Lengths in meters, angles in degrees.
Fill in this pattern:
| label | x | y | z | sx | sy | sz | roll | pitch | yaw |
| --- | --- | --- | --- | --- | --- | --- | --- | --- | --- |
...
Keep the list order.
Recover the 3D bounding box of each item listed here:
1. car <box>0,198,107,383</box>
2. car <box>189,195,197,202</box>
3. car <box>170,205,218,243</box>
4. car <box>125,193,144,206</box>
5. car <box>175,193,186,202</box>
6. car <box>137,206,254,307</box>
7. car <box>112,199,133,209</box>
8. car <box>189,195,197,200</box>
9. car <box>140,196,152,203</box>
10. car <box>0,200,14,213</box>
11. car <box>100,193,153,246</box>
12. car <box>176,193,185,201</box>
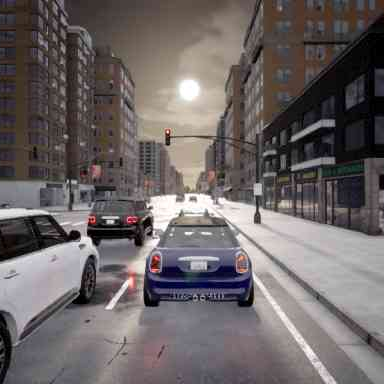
| label | x | y | z | sx | sy | sz | roll | pitch | yaw |
| --- | --- | --- | --- | --- | --- | --- | --- | --- | --- |
| car | -3.138 | 1.222 | 4.988 | 2.150 | 2.045 | 5.566 | 0 | 0 | 1 |
| car | 0.289 | 1.569 | 78.217 | 1.812 | 1.442 | 4.674 | 0 | 0 | 0 |
| car | 0.118 | 1.495 | 17.213 | 2.128 | 1.511 | 4.902 | 0 | 0 | 1 |
| car | -9.627 | 1.244 | 56.374 | 2.150 | 2.045 | 5.566 | 0 | 0 | 1 |
| car | -2.963 | 1.584 | 77.815 | 2.033 | 1.411 | 5.357 | 0 | 0 | 0 |
| car | 0.127 | 1.353 | 8.145 | 2.097 | 1.767 | 4.553 | 0 | 0 | 0 |
| car | -9.682 | 1.619 | 46.654 | 1.895 | 1.301 | 4.718 | 0 | 0 | 0 |
| car | 0.325 | 1.497 | 88.225 | 1.994 | 1.385 | 4.181 | 0 | 0 | 0 |
| car | -9.498 | 1.600 | 68.647 | 1.994 | 1.385 | 4.181 | 0 | 0 | 0 |
| car | -22.018 | 1.597 | 36.065 | 4.313 | 1.339 | 1.947 | 0 | 0 | 0 |
| car | -3.096 | 1.225 | 15.341 | 2.150 | 2.045 | 5.566 | 0 | 0 | 0 |
| car | -2.925 | 1.169 | 88.267 | 2.150 | 2.045 | 5.566 | 0 | 0 | 0 |
